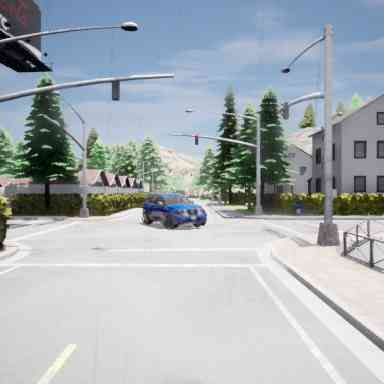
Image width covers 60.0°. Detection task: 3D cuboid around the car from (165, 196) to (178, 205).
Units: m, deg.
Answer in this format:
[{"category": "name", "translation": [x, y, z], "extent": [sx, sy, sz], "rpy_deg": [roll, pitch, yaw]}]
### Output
[{"category": "car", "translation": [-3.530, 1.478, 58.181], "extent": [1.882, 1.535, 5.008], "rpy_deg": [0, 0, 0]}]

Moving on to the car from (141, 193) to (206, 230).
[{"category": "car", "translation": [-1.335, 1.116, 20.885], "extent": [2.150, 2.045, 5.566], "rpy_deg": [-2, 1, -31]}]

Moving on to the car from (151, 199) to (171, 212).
[{"category": "car", "translation": [-3.609, 1.564, 39.260], "extent": [1.994, 1.385, 4.181], "rpy_deg": [0, 0, 0]}]
